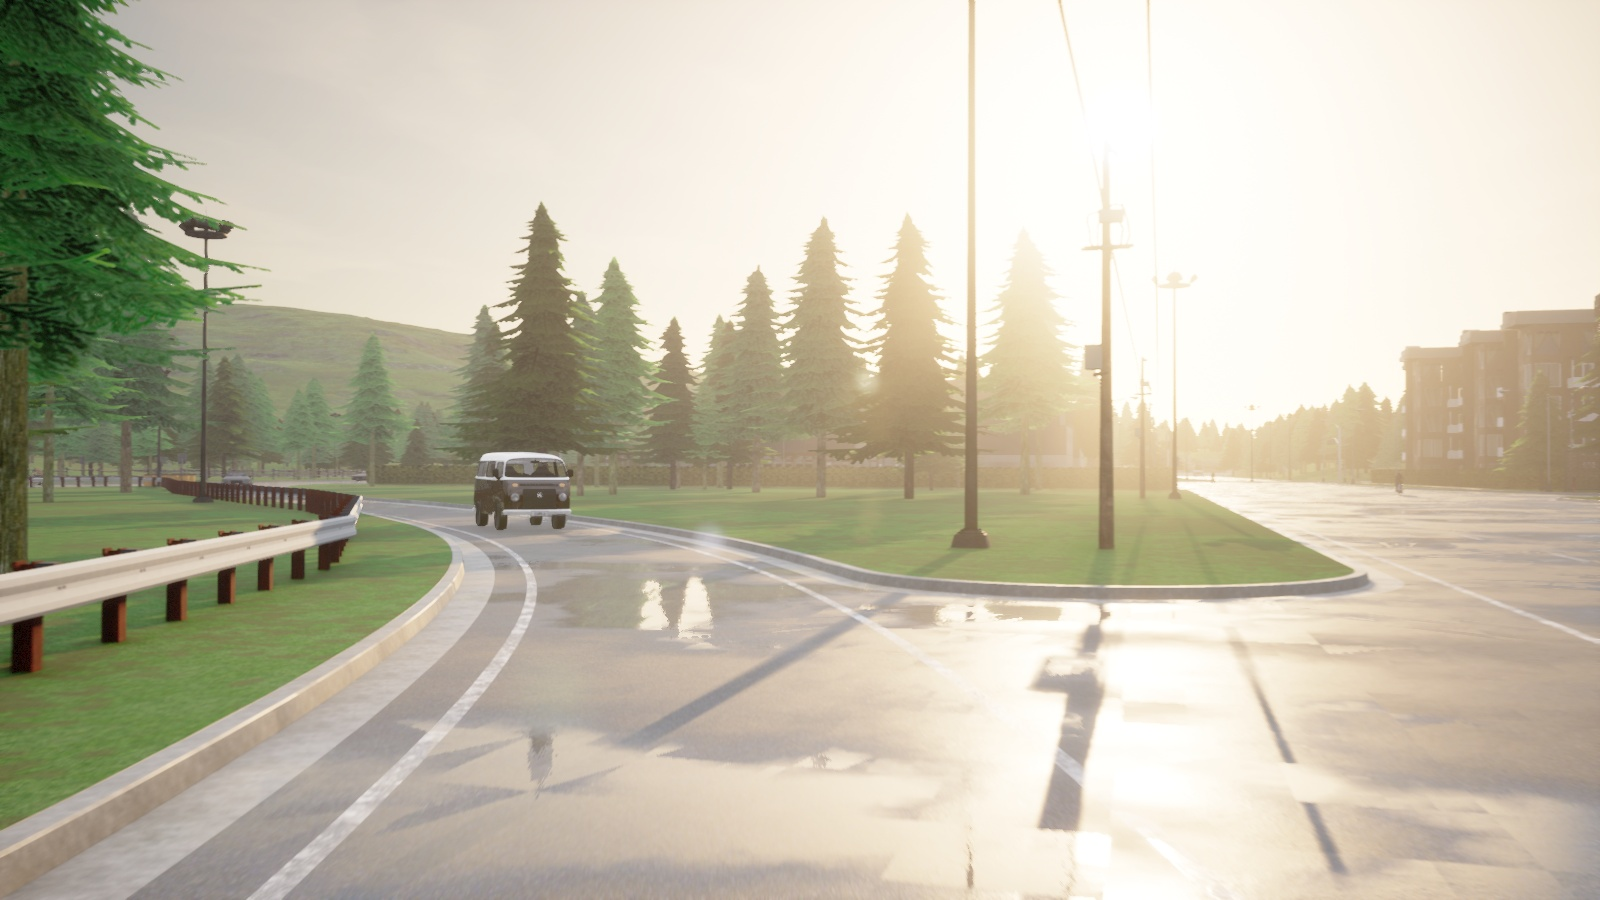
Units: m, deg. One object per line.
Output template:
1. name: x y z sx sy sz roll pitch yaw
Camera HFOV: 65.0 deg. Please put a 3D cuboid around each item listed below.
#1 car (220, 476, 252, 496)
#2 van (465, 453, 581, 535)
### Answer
1. car: -40.261 2.538 89.647 1.994 1.385 4.181 0 -1 -23
2. van: -7.453 1.122 33.428 2.069 2.038 4.480 0 -1 -25
